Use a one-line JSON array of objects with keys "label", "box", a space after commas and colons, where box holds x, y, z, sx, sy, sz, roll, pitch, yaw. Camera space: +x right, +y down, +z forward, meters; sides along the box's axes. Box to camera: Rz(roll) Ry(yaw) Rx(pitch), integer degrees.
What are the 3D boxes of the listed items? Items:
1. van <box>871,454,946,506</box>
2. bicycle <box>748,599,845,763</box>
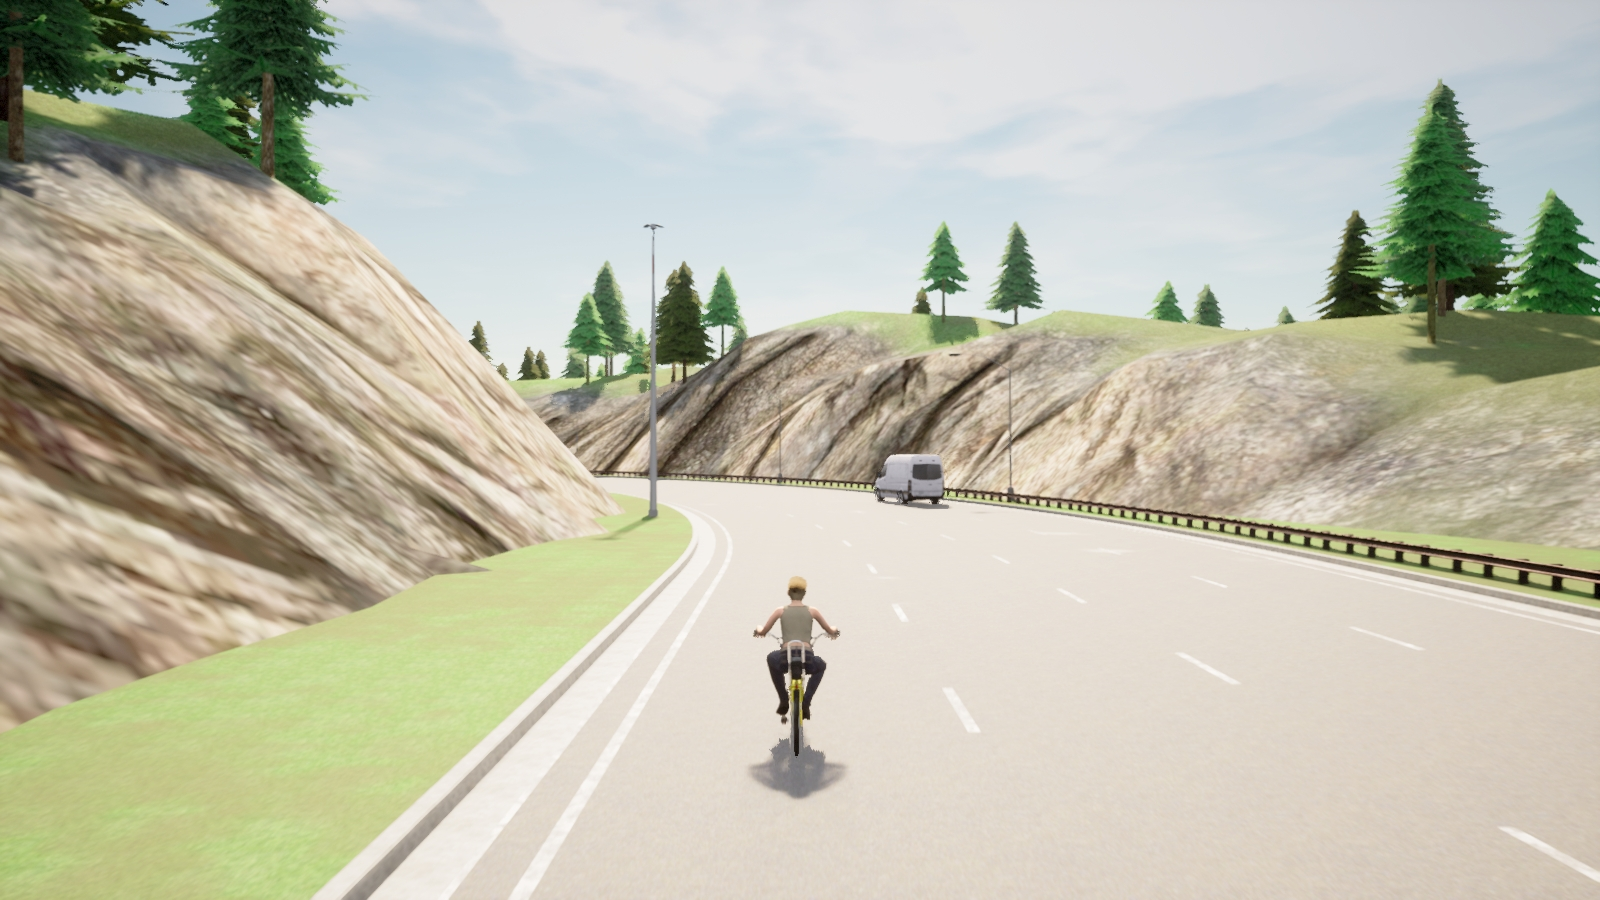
[{"label": "van", "box": [5.638, 1.533, 60.256, 1.988, 2.561, 5.915, 0, 0, -15]}, {"label": "bicycle", "box": [-0.030, 2.157, 10.935, 0.859, 1.276, 1.487, 0, 0, 0]}]
